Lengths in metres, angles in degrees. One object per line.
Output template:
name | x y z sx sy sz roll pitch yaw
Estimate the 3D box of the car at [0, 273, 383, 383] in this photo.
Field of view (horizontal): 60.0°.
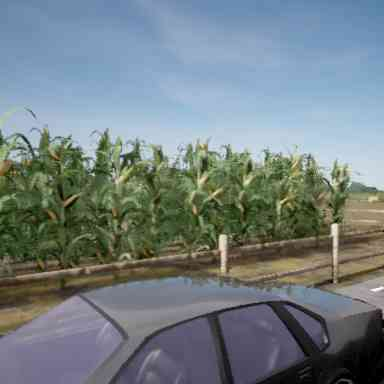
car | -0.311 1.547 2.849 5.357 1.411 2.033 0 0 -35
